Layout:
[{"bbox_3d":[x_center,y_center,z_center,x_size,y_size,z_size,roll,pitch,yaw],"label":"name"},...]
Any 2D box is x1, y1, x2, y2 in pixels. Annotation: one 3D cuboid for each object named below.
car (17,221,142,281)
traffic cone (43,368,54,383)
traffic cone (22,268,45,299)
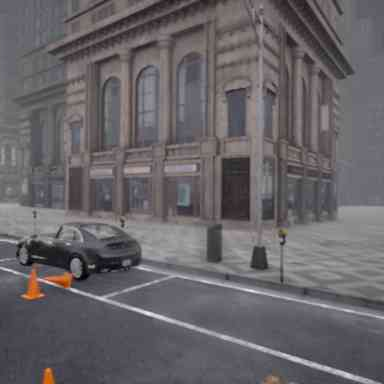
[{"bbox_3d":[-3.396,1.525,9.652,4.403,1.369,2.008,1,0,36],"label":"car"},{"bbox_3d":[-1.346,1.946,3.108,0.340,0.580,0.340,1,0,36],"label":"traffic cone"},{"bbox_3d":[-3.380,1.926,7.091,0.340,0.580,0.340,1,0,36],"label":"traffic cone"}]
